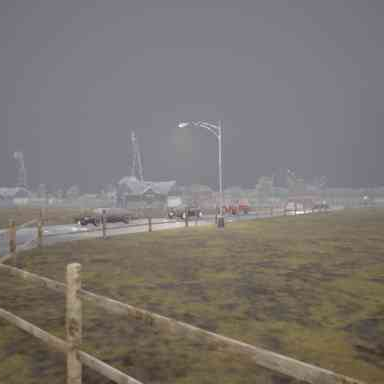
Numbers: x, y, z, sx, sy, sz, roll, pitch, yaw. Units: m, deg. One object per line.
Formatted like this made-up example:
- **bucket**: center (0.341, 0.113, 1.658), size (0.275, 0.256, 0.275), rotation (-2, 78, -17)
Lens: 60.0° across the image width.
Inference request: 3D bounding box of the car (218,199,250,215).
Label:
- **car**: center (5.555, 1.913, 43.390), size (2.150, 2.045, 5.566), rotation (-2, -2, 36)

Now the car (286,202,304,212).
- **car**: center (16.154, 2.354, 51.847), size (1.812, 1.442, 4.674), rotation (-2, -3, 35)

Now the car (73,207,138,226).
- **car**: center (-6.659, 1.884, 26.314), size (2.033, 1.411, 5.357), rotation (-2, -2, 36)

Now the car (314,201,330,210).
- **car**: center (25.107, 2.472, 64.333), size (2.097, 1.767, 4.553), rotation (-2, -2, 34)

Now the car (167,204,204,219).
- **car**: center (-0.638, 2.014, 34.729), size (1.837, 1.490, 4.892), rotation (-2, -2, 36)
